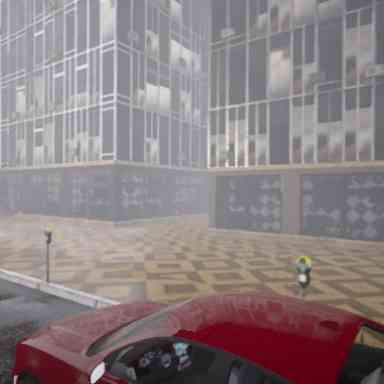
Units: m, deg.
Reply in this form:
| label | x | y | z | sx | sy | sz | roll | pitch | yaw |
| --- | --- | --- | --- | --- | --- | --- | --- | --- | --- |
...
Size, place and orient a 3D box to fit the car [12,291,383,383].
| label | x | y | z | sx | sy | sz | roll | pitch | yaw |
| --- | --- | --- | --- | --- | --- | --- | --- | --- | --- |
| car | 0.308 | 1.539 | 2.652 | 4.507 | 1.381 | 1.887 | 0 | 0 | 35 |
